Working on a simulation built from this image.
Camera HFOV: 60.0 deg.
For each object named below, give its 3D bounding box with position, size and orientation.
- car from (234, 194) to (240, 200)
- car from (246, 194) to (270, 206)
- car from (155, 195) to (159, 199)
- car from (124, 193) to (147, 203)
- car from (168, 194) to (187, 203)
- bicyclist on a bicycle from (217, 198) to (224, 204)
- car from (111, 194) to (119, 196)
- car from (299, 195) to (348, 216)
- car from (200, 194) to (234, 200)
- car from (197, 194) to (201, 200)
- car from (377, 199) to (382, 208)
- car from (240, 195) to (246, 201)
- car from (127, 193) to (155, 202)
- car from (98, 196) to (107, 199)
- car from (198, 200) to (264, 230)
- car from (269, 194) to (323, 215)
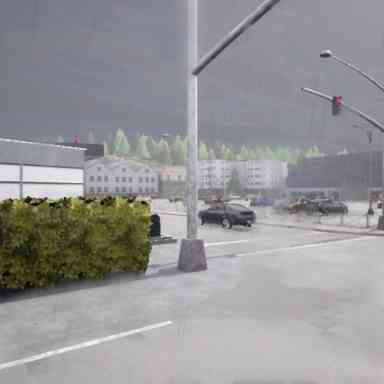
[{"bbox_3d":[9.719,1.232,77.905,3.806,1.475,1.970,0,0,-35],"label":"car"},{"bbox_3d":[9.830,1.320,46.612,3.633,1.501,1.845,0,0,-35],"label":"car"},{"bbox_3d":[-11.300,1.286,90.789,5.008,1.535,1.882,0,0,-35],"label":"car"},{"bbox_3d":[-10.730,1.077,63.648,3.866,1.878,1.905,0,0,-35],"label":"car"},{"bbox_3d":[-2.397,1.097,65.455,4.605,1.855,1.932,0,0,-35],"label":"car"},{"bbox_3d":[2.394,1.301,28.039,1.656,1.620,0.582,0,0,-35],"label":"bicyclist on a bicycle"},{"bbox_3d":[-19.716,1.334,84.951,4.902,1.511,2.128,0,0,-35],"label":"car"},{"bbox_3d":[12.152,1.340,29.963,4.514,1.523,2.007,0,0,-35],"label":"car"},{"bbox_3d":[4.147,1.298,54.832,4.514,1.523,2.007,0,0,-35],"label":"car"},{"bbox_3d":[1.842,1.298,76.876,4.514,1.523,2.007,0,0,-35],"label":"car"},{"bbox_3d":[25.707,1.384,43.066,3.806,1.475,1.970,0,0,-35],"label":"car"},{"bbox_3d":[13.656,1.154,72.827,5.027,1.636,2.152,0,0,-35],"label":"car"},{"bbox_3d":[-9.329,1.361,60.572,3.806,1.475,1.970,0,0,-35],"label":"car"},{"bbox_3d":[-13.367,1.477,44.248,1.882,1.535,5.008,0,0,-35],"label":"car"},{"bbox_3d":[2.062,1.505,21.542,1.837,1.490,4.892,0,0,-33],"label":"car"},{"bbox_3d":[10.314,1.330,32.506,5.027,1.636,2.152,0,0,-35],"label":"car"}]
